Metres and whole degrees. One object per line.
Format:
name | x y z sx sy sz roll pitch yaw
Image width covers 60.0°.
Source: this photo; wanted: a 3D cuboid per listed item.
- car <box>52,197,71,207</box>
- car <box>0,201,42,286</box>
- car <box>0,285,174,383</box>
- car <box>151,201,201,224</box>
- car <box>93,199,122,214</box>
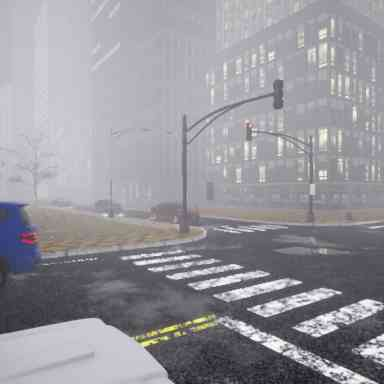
car | -20.757 1.552 52.745 2.033 1.411 5.357 0 0 -35
car | -6.203 1.221 7.002 5.566 2.045 2.150 0 0 -33
car | -2.297 1.601 1.804 4.718 1.301 1.895 0 0 -36
car | -1.290 1.484 25.006 1.882 1.535 5.008 0 1 -35
car | -9.268 1.511 36.333 1.837 1.490 4.892 0 0 -35
